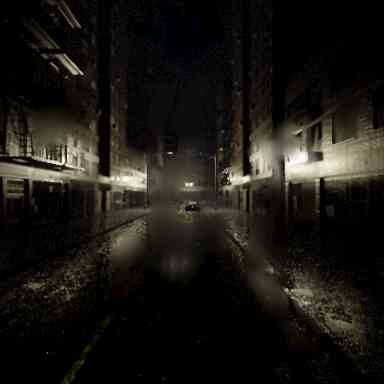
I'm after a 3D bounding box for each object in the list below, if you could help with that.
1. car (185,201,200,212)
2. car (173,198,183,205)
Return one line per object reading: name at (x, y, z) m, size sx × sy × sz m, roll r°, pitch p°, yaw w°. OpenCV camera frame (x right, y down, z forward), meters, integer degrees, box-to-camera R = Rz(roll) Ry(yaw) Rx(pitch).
car at (0.108, 1.900, 44.797) m, size 1.994 × 1.385 × 4.181 m, roll 0°, pitch 0°, yaw 0°
car at (-2.988, 2.098, 72.949) m, size 1.812 × 1.442 × 4.674 m, roll 0°, pitch -1°, yaw 0°
